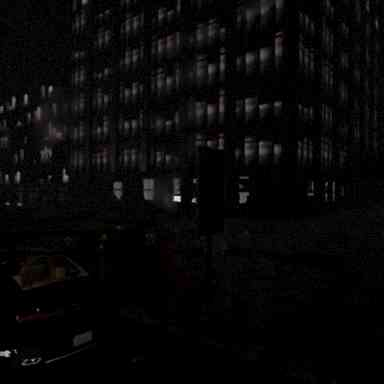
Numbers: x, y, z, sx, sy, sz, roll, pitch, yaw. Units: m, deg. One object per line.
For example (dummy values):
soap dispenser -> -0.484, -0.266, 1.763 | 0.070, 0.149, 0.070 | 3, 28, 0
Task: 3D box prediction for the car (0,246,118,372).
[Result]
car -> -3.053, 1.588, 5.511 | 4.403, 1.369, 2.008 | 0, 0, 39
